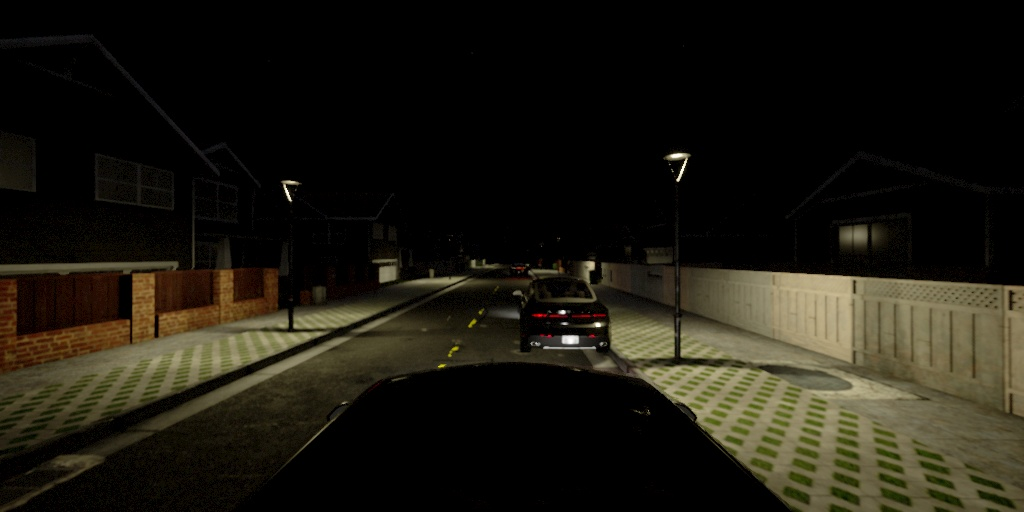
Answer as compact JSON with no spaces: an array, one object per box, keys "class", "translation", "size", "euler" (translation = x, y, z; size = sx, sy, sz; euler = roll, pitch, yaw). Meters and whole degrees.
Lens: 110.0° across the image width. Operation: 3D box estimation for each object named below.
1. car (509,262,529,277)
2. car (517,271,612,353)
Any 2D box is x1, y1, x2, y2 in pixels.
[{"class":"car","translation":[0.723,1.398,37.263],"size":[2.128,1.511,4.902],"euler":[0,0,1]},{"class":"car","translation":[1.108,1.290,8.948],"size":[1.837,1.490,4.892],"euler":[0,0,1]}]
